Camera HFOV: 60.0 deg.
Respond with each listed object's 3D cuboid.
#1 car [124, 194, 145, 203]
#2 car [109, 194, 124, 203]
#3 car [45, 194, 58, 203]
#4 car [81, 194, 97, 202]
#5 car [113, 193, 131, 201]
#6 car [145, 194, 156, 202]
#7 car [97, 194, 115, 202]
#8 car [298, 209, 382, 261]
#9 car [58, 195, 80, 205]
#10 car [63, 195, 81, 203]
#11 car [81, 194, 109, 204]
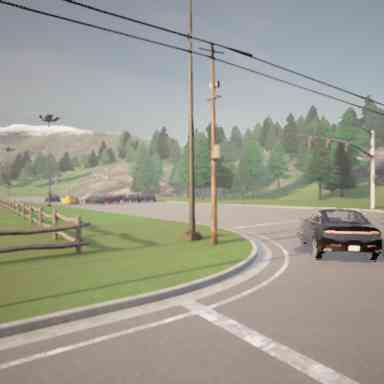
[{"bbox_3d":[-10.781,1.155,59.513,1.837,1.490,4.892,-1,0,-35],"label":"car"},{"bbox_3d":[-14.307,1.175,58.443,1.882,1.535,5.008,-1,0,-35],"label":"car"},{"bbox_3d":[-26.697,1.145,63.732,2.097,1.767,4.553,-1,1,-35],"label":"car"},{"bbox_3d":[-21.022,1.222,67.829,1.812,1.442,4.674,-1,1,-35],"label":"car"},{"bbox_3d":[-15.200,1.081,71.716,1.882,1.535,5.008,-1,1,-35],"label":"car"},{"bbox_3d":[-8.557,1.109,62.434,1.837,1.490,4.892,-1,1,-35],"label":"car"},{"bbox_3d":[-18.137,1.175,69.810,2.128,1.511,4.902,-1,1,-35],"label":"car"},{"bbox_3d":[5.002,1.345,11.726,2.128,1.511,4.902,0,1,10],"label":"car"},{"bbox_3d":[-19.883,1.270,54.205,1.882,1.535,5.008,-1,1,-35],"label":"car"},{"bbox_3d":[-23.752,1.287,65.673,2.033,1.411,5.357,-1,1,-35],"label":"car"},{"bbox_3d":[-16.115,1.292,54.930,2.033,1.411,5.357,-1,1,-35],"label":"car"}]
